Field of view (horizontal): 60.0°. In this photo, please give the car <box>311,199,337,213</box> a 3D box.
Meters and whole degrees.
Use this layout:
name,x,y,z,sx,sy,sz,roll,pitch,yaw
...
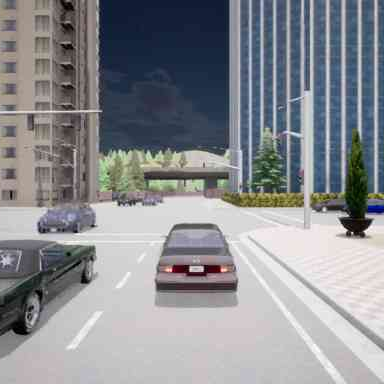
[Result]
name,x,y,z,sx,sy,sz,roll,pitch,yaw
car,15.665,1.505,36.560,4.892,1.490,1.837,0,0,0

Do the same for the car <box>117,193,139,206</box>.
name,x,y,z,sx,sy,sz,roll,pitch,yaw
car,-10.485,1.221,53.912,2.150,2.045,5.566,0,0,0

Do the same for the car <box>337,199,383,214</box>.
name,x,y,z,sx,sy,sz,roll,pitch,yaw
car,17.616,1.477,33.076,5.008,1.535,1.882,0,0,0

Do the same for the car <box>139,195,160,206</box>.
name,x,y,z,sx,sy,sz,roll,pitch,yaw
car,-6.978,1.352,54.879,2.097,1.767,4.553,0,0,0

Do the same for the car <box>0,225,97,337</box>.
name,x,y,z,sx,sy,sz,roll,pitch,yaw
car,-3.425,1.601,6.659,1.895,1.301,4.718,0,0,1

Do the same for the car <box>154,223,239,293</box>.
name,x,y,z,sx,sy,sz,roll,pitch,yaw
car,0.093,1.547,8.998,2.033,1.411,5.357,0,0,0

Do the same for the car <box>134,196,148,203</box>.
name,x,y,z,sx,sy,sz,roll,pitch,yaw
car,-10.367,1.547,68.375,2.033,1.411,5.357,0,0,0

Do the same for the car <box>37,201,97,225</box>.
name,x,y,z,sx,sy,sz,roll,pitch,yaw
car,-7.062,1.352,19.222,2.097,1.767,4.553,0,0,0

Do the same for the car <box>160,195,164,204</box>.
name,x,y,z,sx,sy,sz,roll,pitch,yaw
car,-6.897,1.351,66.306,2.097,1.767,4.553,0,0,1
